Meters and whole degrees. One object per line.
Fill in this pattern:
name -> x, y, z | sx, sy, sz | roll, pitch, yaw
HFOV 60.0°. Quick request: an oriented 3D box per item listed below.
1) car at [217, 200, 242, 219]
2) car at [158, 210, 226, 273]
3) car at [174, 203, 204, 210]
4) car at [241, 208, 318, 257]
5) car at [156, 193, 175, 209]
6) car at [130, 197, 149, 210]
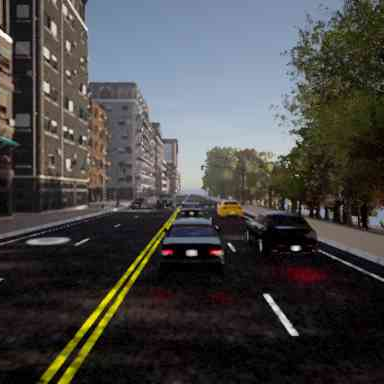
car -> 3.254, 1.448, 29.019 | 1.882, 1.535, 5.008 | 0, 0, 0
car -> 0.003, 1.535, 10.634 | 2.033, 1.411, 5.357 | 0, 0, 0
car -> -0.021, 1.520, 25.676 | 2.033, 1.411, 5.357 | 0, 0, 0
car -> 3.271, 1.491, 12.838 | 1.837, 1.490, 4.892 | 0, 0, 0
car -> -3.357, 1.183, 43.815 | 2.150, 2.045, 5.566 | 0, 0, 0
car -> -6.619, 1.467, 42.591 | 1.837, 1.490, 4.892 | 0, 0, 0
